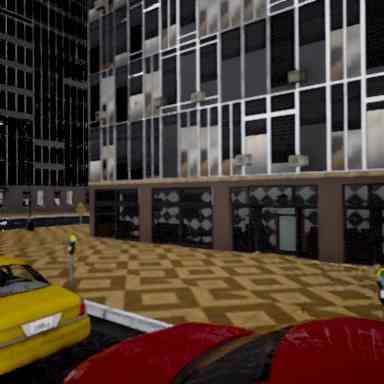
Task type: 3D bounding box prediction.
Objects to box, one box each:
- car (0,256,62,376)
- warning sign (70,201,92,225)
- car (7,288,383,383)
[{"bbox_3d":[-3.679,1.590,5.344,4.829,1.417,1.752,-1,0,35],"label":"car"},{"bbox_3d":[-9.094,1.705,27.257,1.300,1.860,1.060,1,0,33],"label":"warning sign"},{"bbox_3d":[0.980,1.548,2.022,4.507,1.381,1.887,-1,0,35],"label":"car"}]
